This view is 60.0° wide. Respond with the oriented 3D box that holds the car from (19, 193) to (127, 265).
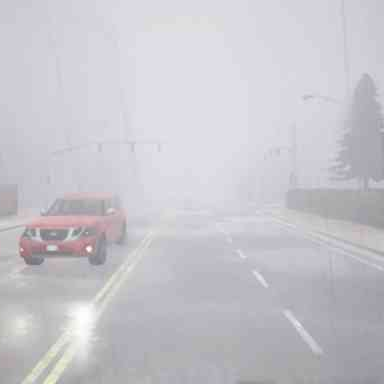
[{"bbox_3d":[-3.698,1.085,11.519,2.150,2.045,5.566,0,1,0],"label":"car"}]
